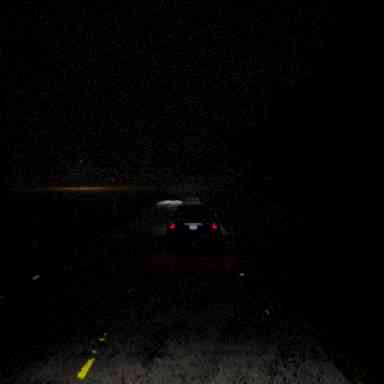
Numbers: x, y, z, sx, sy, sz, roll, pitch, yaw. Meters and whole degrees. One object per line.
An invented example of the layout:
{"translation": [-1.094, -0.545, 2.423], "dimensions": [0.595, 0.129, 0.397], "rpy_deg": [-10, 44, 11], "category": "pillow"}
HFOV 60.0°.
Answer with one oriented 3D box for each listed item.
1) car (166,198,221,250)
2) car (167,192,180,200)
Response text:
{"translation": [0.067, 1.319, 14.450], "dimensions": [2.097, 1.767, 4.553], "rpy_deg": [0, 0, 0], "category": "car"}
{"translation": [-2.827, 0.600, 52.456], "dimensions": [1.895, 1.301, 4.718], "rpy_deg": [0, 2, 0], "category": "car"}
